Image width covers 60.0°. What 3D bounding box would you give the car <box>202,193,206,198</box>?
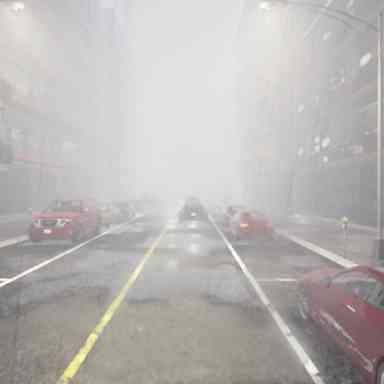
[{"bbox_3d":[2.812,1.011,93.753,1.967,1.590,4.097,0,0,0],"label":"car"}]

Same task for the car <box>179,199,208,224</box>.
[{"bbox_3d":[0.099,1.416,23.671,1.994,1.385,4.181,0,0,0],"label":"car"}]

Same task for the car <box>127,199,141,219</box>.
[{"bbox_3d":[-5.690,1.399,27.003,1.947,1.339,4.313,0,0,0],"label":"car"}]

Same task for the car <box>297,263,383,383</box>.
[{"bbox_3d":[2.693,1.554,4.241,1.802,1.307,4.206,0,0,0],"label":"car"}]

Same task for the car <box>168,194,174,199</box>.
[{"bbox_3d":[-5.828,1.153,93.753,1.802,1.307,4.206,0,0,0],"label":"car"}]

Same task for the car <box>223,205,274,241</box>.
[{"bbox_3d":[2.692,1.482,15.622,1.802,1.307,4.206,0,0,0],"label":"car"}]

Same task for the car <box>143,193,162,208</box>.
[{"bbox_3d":[-5.692,1.064,44.070,2.192,1.841,5.009,0,0,0],"label":"car"}]

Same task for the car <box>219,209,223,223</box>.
[{"bbox_3d":[2.691,1.448,21.312,1.802,1.307,4.206,0,0,0],"label":"car"}]

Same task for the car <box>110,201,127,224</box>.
[{"bbox_3d":[-5.689,1.392,21.142,1.752,1.417,4.829,0,0,0],"label":"car"}]

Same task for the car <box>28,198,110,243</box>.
[{"bbox_3d":[-5.688,1.215,15.620,2.192,1.841,5.009,0,0,0],"label":"car"}]

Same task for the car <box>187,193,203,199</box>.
[{"bbox_3d":[0.095,1.241,40.956,1.882,1.535,5.008,0,0,0],"label":"car"}]

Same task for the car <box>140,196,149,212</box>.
[{"bbox_3d":[-5.691,1.386,32.692,1.802,1.307,4.206,0,0,0],"label":"car"}]
